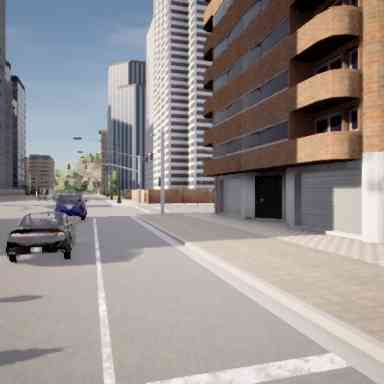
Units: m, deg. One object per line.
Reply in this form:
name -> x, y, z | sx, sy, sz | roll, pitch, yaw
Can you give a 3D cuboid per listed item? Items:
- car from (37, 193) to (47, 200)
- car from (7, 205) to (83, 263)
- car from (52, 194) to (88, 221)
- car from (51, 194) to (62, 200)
car -> -37.907, 1.272, 84.093 | 1.812, 1.442, 4.674 | 0, 0, -17
car -> -5.243, 1.466, 12.039 | 2.128, 1.511, 4.902 | 0, 0, -17
car -> -9.577, 1.186, 26.430 | 2.150, 2.045, 5.566 | 0, 0, -17
car -> -34.556, 1.271, 85.102 | 2.128, 1.511, 4.902 | 0, 0, -17
